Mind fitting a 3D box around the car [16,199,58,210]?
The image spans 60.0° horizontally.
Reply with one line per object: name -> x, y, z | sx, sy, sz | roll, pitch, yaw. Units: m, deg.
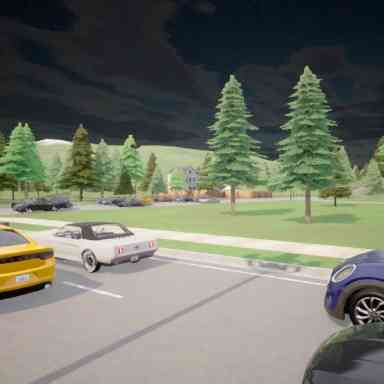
car -> -20.137, 1.601, 43.426 | 1.895, 1.301, 4.718 | 0, 0, 36

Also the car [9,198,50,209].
car -> -22.463, 1.601, 46.175 | 1.895, 1.301, 4.718 | 0, 0, 36

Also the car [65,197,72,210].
car -> -17.338, 1.352, 41.323 | 2.097, 1.767, 4.553 | 0, 0, 36

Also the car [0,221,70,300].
car -> -5.215, 1.478, 7.698 | 5.008, 1.535, 1.882 | 0, 0, 35

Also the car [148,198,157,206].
car -> -8.480, 1.477, 53.451 | 1.882, 1.535, 5.008 | 0, 0, 36

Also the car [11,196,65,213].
car -> -16.784, 1.505, 36.134 | 1.837, 1.490, 4.892 | 0, 0, 36

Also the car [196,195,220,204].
car -> 3.320, 1.601, 63.590 | 1.895, 1.301, 4.718 | 0, 0, 37

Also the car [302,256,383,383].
car -> 3.102, 1.505, 1.762 | 4.892, 1.490, 1.837 | 0, 0, 35

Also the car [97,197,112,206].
car -> -12.394, 1.491, 54.026 | 2.128, 1.511, 4.902 | 0, 0, 36

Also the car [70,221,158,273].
car -> -3.433, 1.601, 10.728 | 4.718, 1.301, 1.895 | 0, 0, 35

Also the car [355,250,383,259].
car -> 4.499, 1.352, 5.067 | 4.553, 1.767, 2.097 | 0, 0, 36

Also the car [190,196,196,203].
car -> 2.266, 1.351, 68.040 | 2.097, 1.767, 4.553 | 0, 0, 37

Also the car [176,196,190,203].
car -> -1.433, 1.492, 68.885 | 2.128, 1.511, 4.902 | 0, 0, 36

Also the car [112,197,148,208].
car -> -8.734, 1.563, 47.172 | 1.994, 1.385, 4.181 | 0, 0, 36

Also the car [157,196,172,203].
car -> -5.975, 1.546, 68.598 | 1.994, 1.385, 4.181 | 0, 0, 36

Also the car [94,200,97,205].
car -> -14.503, 1.525, 57.059 | 1.812, 1.442, 4.674 | 0, 0, 36
